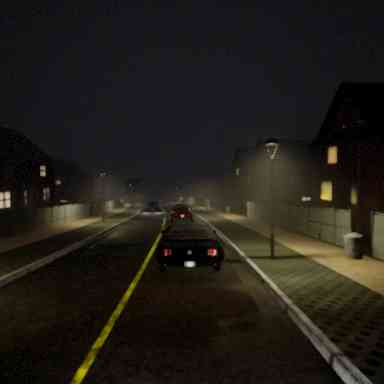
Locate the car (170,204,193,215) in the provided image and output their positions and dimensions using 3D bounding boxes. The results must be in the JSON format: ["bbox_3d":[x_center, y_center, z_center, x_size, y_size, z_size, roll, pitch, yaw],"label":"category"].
[{"bbox_3d":[-0.920,1.747,28.485,1.812,1.442,4.674,0,0,-4],"label":"car"}]

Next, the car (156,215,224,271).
[{"bbox_3d":[-0.103,1.682,11.249,1.895,1.301,4.718,0,0,-1],"label":"car"}]

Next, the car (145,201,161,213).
[{"bbox_3d":[-5.161,1.909,43.835,1.812,1.442,4.674,0,-1,-6],"label":"car"}]
